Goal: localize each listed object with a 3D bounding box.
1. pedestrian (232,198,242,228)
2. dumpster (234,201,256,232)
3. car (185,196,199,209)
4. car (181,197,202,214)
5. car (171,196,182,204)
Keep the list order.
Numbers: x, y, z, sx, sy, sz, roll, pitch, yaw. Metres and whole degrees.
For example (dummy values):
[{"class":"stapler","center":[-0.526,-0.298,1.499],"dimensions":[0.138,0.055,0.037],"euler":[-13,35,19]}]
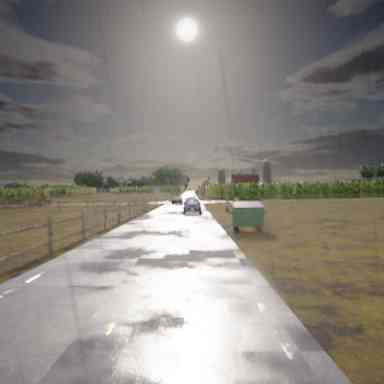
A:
[{"class":"pedestrian","center":[2.776,1.268,20.733],"dimensions":[0.375,1.860,0.375],"euler":[0,0,-15]},{"class":"dumpster","center":[3.121,1.392,19.741],"dimensions":[1.020,1.700,1.940],"euler":[0,0,0]},{"class":"car","center":[0.013,1.425,46.741],"dimensions":[1.882,1.535,5.008],"euler":[0,0,0]},{"class":"car","center":[0.046,1.496,34.748],"dimensions":[1.812,1.442,4.674],"euler":[0,0,0]},{"class":"car","center":[-2.650,1.405,59.424],"dimensions":[1.882,1.535,5.008],"euler":[0,0,0]}]
